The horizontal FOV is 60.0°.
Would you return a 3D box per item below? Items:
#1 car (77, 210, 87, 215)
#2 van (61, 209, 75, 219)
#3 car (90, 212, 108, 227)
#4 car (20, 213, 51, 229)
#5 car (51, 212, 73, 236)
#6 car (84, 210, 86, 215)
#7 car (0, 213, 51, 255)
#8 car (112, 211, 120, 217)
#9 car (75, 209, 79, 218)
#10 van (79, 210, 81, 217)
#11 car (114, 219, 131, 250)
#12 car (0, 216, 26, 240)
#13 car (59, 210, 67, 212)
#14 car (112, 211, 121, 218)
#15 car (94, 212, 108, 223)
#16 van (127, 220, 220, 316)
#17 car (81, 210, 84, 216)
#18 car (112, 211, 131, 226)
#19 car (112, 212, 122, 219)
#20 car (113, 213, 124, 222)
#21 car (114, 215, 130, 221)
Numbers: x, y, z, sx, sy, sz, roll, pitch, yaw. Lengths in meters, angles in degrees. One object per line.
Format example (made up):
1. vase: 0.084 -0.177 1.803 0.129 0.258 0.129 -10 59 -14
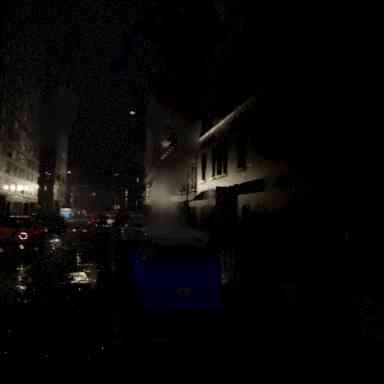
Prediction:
1. car: -29.036 5.397 87.863 1.887 1.381 4.507 3 -3 -14
2. van: -20.961 3.689 55.235 1.690 1.788 3.998 3 -3 -14
3. car: -11.199 3.387 40.042 2.033 1.411 5.357 3 -3 -14
4. car: -15.593 2.898 33.462 1.947 1.339 4.313 3 -3 -14
5. car: -11.039 2.573 26.146 2.128 1.511 4.902 3 -3 -13
6. car: -27.692 5.153 82.423 2.008 1.369 4.403 3 -3 -14
7. car: -8.569 1.964 16.146 2.097 1.767 4.553 3 -3 -14
8. car: -19.421 5.569 84.447 1.802 1.307 4.206 3 -3 -14
9. car: -22.310 4.040 60.670 1.967 1.590 4.097 3 -3 -14
10. van: -23.649 4.193 66.115 1.690 1.788 3.998 3 -3 -14
11. car: -3.287 2.505 19.169 2.008 1.369 4.403 3 -3 -14
12. car: -12.904 2.390 22.583 1.947 1.339 4.313 3 -3 -14
13. car: -18.282 3.422 44.340 1.802 1.307 4.206 3 -3 -14
14. car: -16.731 5.032 73.569 1.887 1.381 4.507 3 -3 -14
15. car: -13.675 3.785 50.077 1.882 1.535 5.008 3 -3 -14
16. van: -0.589 1.785 8.302 1.690 1.788 3.998 3 -3 -14
17. car: -25.004 4.653 71.543 2.008 1.369 4.403 3 -3 -14
18. car: -8.654 3.287 40.942 2.192 1.841 5.009 3 -3 -14
19. car: -15.387 4.802 68.127 1.947 1.339 4.313 3 -3 -14
20. car: -12.699 4.314 57.247 1.802 1.307 4.206 3 -3 -14
21. car: -4.671 2.742 24.776 1.752 1.417 4.829 3 -3 -14
